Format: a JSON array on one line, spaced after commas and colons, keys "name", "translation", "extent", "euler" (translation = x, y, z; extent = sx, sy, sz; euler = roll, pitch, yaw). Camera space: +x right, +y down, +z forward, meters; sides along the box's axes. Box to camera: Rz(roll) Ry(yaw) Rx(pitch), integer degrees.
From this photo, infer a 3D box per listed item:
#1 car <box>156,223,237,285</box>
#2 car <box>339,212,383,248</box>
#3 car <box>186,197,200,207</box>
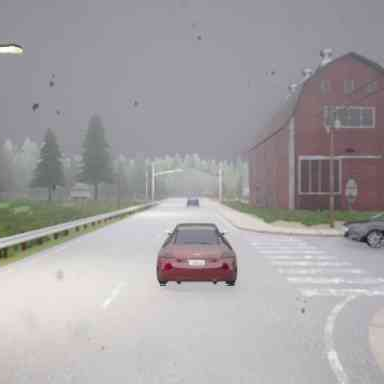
[{"name": "car", "translation": [0.126, 1.574, 9.569], "extent": [1.994, 1.385, 4.181], "euler": [0, 0, 0]}, {"name": "car", "translation": [8.904, 1.506, 14.126], "extent": [4.902, 1.511, 2.128], "euler": [0, 0, 3]}, {"name": "car", "translation": [0.168, 1.530, 51.621], "extent": [1.882, 1.535, 5.008], "euler": [0, 0, 0]}]
